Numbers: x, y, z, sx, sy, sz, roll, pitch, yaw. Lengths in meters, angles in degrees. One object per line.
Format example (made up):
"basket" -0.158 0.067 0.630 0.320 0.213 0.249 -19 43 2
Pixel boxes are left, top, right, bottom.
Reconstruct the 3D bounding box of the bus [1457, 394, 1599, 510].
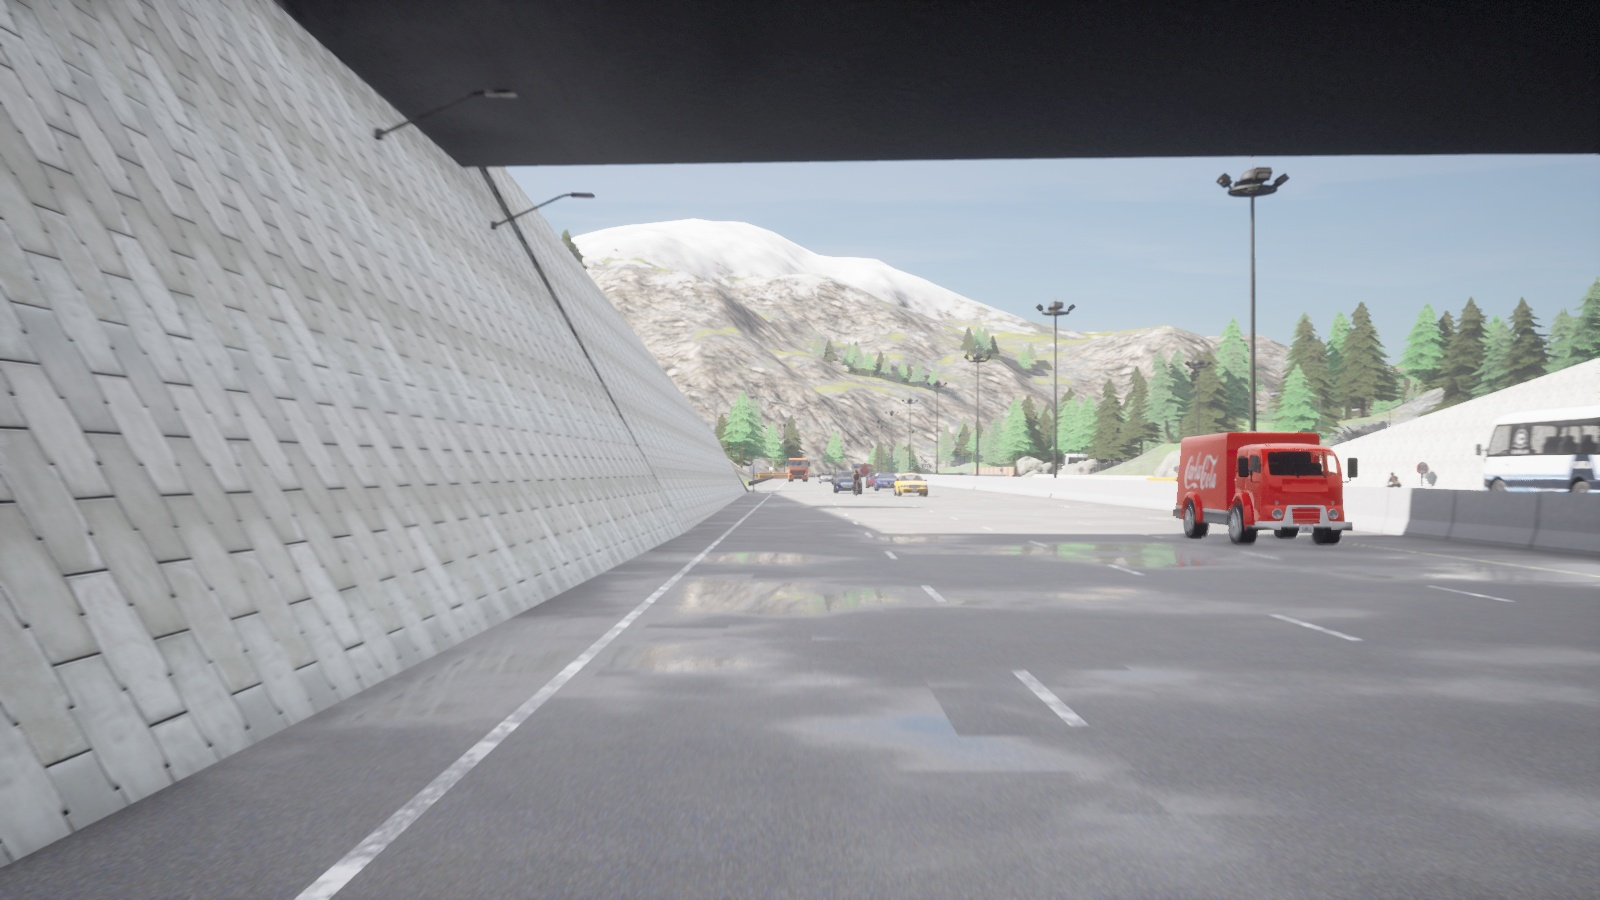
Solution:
"bus" 31.434 0.165 51.165 3.944 4.253 10.273 0 -1 0

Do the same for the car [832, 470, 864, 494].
"car" 3.371 2.210 88.652 2.033 1.649 4.856 0 -1 0

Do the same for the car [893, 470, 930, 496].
"car" 6.884 2.029 78.176 1.801 1.575 5.366 0 -1 0

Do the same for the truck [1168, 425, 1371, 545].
"truck" 10.447 0.761 28.497 2.627 2.467 5.204 0 -1 0
